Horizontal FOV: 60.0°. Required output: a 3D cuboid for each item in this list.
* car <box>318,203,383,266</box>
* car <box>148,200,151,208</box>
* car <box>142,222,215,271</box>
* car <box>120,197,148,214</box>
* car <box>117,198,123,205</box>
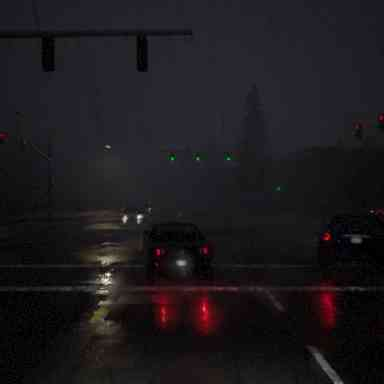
[{"bbox_3d":[5.632,1.432,11.558,2.097,1.767,4.553,0,0,24],"label":"car"},{"bbox_3d":[-8.023,1.730,54.783,2.097,1.767,4.553,0,0,-14],"label":"car"},{"bbox_3d":[-0.692,1.680,11.334,1.895,1.301,4.718,0,0,-11],"label":"car"},{"bbox_3d":[-6.746,1.749,39.166,1.882,1.535,5.008,0,0,-1],"label":"car"},{"bbox_3d":[-13.979,1.999,68.754,1.812,1.442,4.674,0,0,-35],"label":"car"}]
